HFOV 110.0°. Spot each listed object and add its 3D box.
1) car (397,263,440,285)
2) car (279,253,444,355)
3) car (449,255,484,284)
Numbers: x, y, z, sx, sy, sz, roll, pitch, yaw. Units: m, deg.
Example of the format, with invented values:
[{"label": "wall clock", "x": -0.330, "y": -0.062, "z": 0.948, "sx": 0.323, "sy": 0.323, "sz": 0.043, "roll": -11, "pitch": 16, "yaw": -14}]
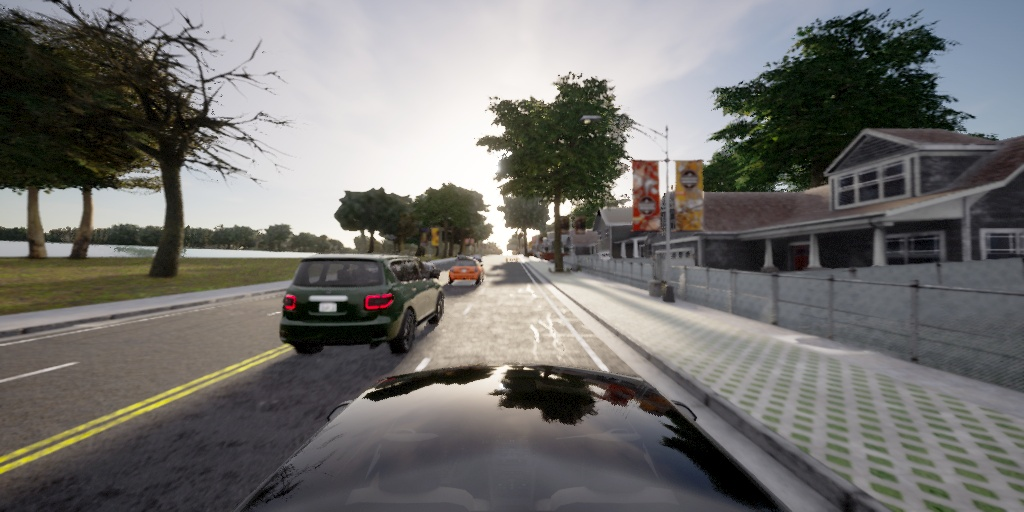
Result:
[{"label": "car", "x": -6.603, "y": 1.210, "z": 25.970, "sx": 1.895, "sy": 1.301, "sz": 4.718, "roll": 0, "pitch": 1, "yaw": 0}, {"label": "car", "x": -3.163, "y": 0.959, "z": 8.803, "sx": 2.150, "sy": 2.045, "sz": 5.566, "roll": 0, "pitch": 0, "yaw": 0}, {"label": "car", "x": -3.155, "y": 0.964, "z": 25.672, "sx": 2.097, "sy": 1.767, "sz": 4.553, "roll": 0, "pitch": 1, "yaw": 0}]
